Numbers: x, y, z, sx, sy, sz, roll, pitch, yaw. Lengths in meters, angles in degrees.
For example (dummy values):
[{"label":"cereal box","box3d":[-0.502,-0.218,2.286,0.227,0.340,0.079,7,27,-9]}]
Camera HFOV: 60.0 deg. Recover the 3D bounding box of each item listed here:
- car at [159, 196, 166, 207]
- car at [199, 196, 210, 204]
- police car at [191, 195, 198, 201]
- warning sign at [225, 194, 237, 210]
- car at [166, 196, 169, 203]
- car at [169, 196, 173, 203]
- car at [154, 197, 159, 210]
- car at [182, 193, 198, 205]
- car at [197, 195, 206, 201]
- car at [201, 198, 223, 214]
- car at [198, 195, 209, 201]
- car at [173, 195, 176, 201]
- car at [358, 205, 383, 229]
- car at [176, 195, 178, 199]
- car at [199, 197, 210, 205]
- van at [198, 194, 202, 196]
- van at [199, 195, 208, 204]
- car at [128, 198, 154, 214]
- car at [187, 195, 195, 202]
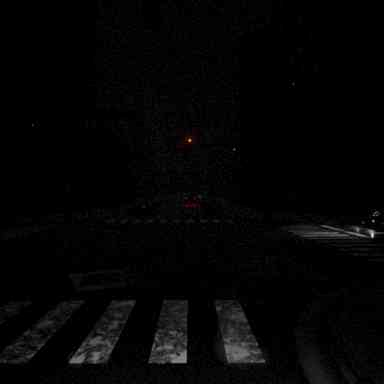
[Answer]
[{"label":"car","box3d":[-5.653,1.650,52.721,1.802,1.307,4.206,0,0,0]},{"label":"car","box3d":[2.364,1.639,47.199,1.802,1.307,4.206,0,0,0]},{"label":"police car","box3d":[0.618,1.594,90.257,1.930,1.638,5.238,0,0,0]},{"label":"warning sign","box3d":[4.658,1.160,40.140,1.300,1.860,1.060,0,0,0]},{"label":"car","box3d":[-5.644,1.631,58.232,2.008,1.369,4.403,0,0,0]},{"label":"car","box3d":[-5.628,1.548,69.253,1.967,1.590,4.097,0,0,0]},{"label":"car","box3d":[-5.669,1.487,41.700,1.967,1.590,4.097,0,0,0]},{"label":"car","box3d":[-0.248,1.314,63.358,2.150,2.045,5.566,0,0,0]},{"label":"car","box3d":[2.423,1.595,85.774,1.967,1.590,4.097,0,0,0]},{"label":"car","box3d":[2.347,1.604,36.176,1.947,1.339,4.313,0,0,0]},{"label":"car","box3d":[2.372,1.634,52.709,1.947,1.339,4.313,0,0,0]},{"label":"car","box3d":[-5.610,1.690,80.275,2.008,1.369,4.403,0,0,0]},{"label":"car","box3d":[12.893,1.304,20.689,4.553,1.767,2.097,0,0,0]},{"label":"car","box3d":[-5.593,1.715,91.297,1.887,1.381,4.507,0,0,0]},{"label":"car","box3d":[2.389,1.644,63.730,2.008,1.369,4.403,0,0,0]},{"label":"van","box3d":[2.381,1.421,58.220,1.690,1.788,3.998,0,0,0]},{"label":"van","box3d":[2.397,1.449,69.241,1.690,1.788,3.998,0,0,0]},{"label":"car","box3d":[-5.678,1.478,36.189,1.967,1.590,4.097,0,0,0]},{"label":"car","box3d":[-0.232,1.476,73.713,1.812,1.442,4.674,0,0,0]}]
